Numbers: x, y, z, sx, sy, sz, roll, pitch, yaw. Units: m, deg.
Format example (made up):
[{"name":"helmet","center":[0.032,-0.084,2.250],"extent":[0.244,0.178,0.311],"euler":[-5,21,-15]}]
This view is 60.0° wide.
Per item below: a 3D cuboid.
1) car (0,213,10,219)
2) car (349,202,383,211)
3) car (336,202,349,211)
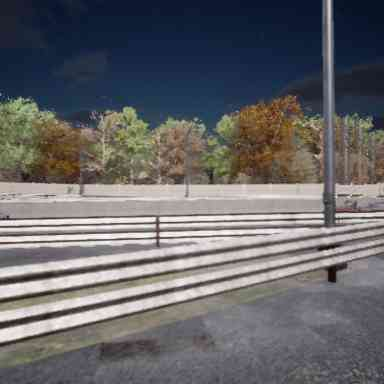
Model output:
[{"name":"car","center":[-13.910,1.559,20.715],"extent":[4.674,1.442,1.812],"euler":[-1,0,-10]},{"name":"car","center":[13.536,1.314,21.856],"extent":[5.357,1.411,2.033],"euler":[-1,0,-10]},{"name":"car","center":[12.872,1.373,25.294],"extent":[4.718,1.301,1.895],"euler":[-1,0,-10]}]
